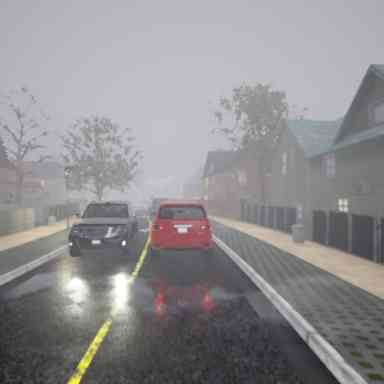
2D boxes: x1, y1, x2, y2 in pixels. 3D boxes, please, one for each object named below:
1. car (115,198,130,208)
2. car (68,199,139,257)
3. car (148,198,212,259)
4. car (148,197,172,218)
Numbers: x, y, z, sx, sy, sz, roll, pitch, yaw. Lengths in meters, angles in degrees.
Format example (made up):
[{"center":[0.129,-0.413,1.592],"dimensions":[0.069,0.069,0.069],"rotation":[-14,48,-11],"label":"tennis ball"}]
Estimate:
[{"center":[-12.802,2.016,60.989],"dimensions":[2.097,1.767,4.553],"rotation":[1,-1,-18],"label":"car"},{"center":[-3.488,1.387,14.116],"dimensions":[2.150,2.045,5.566],"rotation":[0,-1,-5],"label":"car"},{"center":[-0.499,1.379,13.534],"dimensions":[2.150,2.045,5.566],"rotation":[0,-1,-4],"label":"car"},{"center":[-3.667,1.646,37.106],"dimensions":[2.150,2.045,5.566],"rotation":[0,-1,-11],"label":"car"}]
